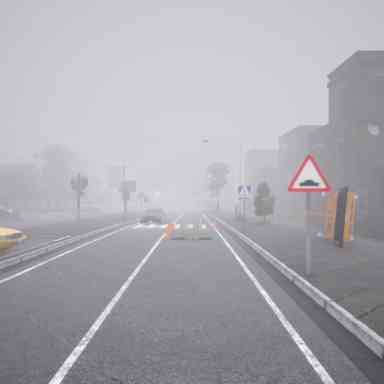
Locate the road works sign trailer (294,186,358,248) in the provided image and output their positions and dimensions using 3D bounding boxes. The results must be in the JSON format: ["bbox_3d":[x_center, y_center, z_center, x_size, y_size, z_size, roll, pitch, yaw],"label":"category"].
[{"bbox_3d":[6.010,1.014,14.499,2.880,2.380,3.560,6,-1,13],"label":"road works sign trailer"}]

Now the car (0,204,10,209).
[{"bbox_3d":[-21.890,2.190,34.315,4.674,1.452,2.002,0,-2,0],"label":"car"}]

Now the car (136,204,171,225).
[{"bbox_3d":[-3.317,2.072,29.349,2.033,1.411,5.357,-1,-1,1],"label":"car"}]

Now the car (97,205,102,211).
[{"bbox_3d":[-21.797,3.281,68.353,5.008,1.535,2.097,0,-2,0],"label":"car"}]

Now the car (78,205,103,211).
[{"bbox_3d":[-21.776,3.426,71.499,4.674,1.452,2.002,0,-2,0],"label":"car"}]

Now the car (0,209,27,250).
[{"bbox_3d":[-9.369,1.587,12.939,5.366,1.575,1.946,0,-1,0],"label":"car"}]

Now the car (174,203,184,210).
[{"bbox_3d":[-3.018,4.004,88.983,2.128,1.511,4.902,0,-2,0],"label":"car"}]

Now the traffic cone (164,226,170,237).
[{"bbox_3d":[-1.371,2.171,18.194,0.340,0.580,0.340,0,-1,0],"label":"traffic cone"}]

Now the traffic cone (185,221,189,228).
[{"bbox_3d":[-0.365,2.328,24.193,0.340,0.580,0.340,0,-2,0],"label":"traffic cone"}]

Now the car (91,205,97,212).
[{"bbox_3d":[-21.799,3.173,65.082,4.892,1.521,2.231,0,-2,0],"label":"car"}]

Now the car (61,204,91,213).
[{"bbox_3d":[-21.815,3.103,61.806,4.674,1.452,2.002,0,-2,0],"label":"car"}]

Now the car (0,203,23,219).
[{"bbox_3d":[-21.950,2.128,37.489,4.553,1.767,2.185,0,-2,0],"label":"car"}]
